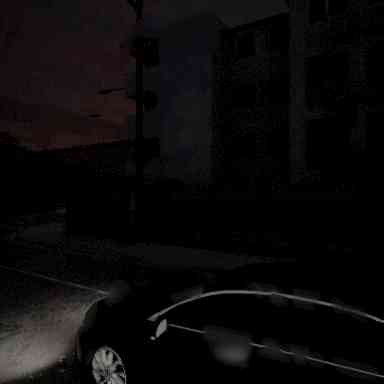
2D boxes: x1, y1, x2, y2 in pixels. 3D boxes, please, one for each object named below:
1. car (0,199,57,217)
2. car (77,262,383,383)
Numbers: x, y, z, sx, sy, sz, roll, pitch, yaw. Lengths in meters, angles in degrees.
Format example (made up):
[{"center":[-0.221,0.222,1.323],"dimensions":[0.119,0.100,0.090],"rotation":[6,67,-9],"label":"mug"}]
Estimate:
[{"center":[-14.686,1.314,29.331],"dimensions":[2.033,1.411,5.357],"rotation":[0,1,32],"label":"car"},{"center":[0.852,1.504,3.342],"dimensions":[4.892,1.490,1.837],"rotation":[0,0,35],"label":"car"}]
